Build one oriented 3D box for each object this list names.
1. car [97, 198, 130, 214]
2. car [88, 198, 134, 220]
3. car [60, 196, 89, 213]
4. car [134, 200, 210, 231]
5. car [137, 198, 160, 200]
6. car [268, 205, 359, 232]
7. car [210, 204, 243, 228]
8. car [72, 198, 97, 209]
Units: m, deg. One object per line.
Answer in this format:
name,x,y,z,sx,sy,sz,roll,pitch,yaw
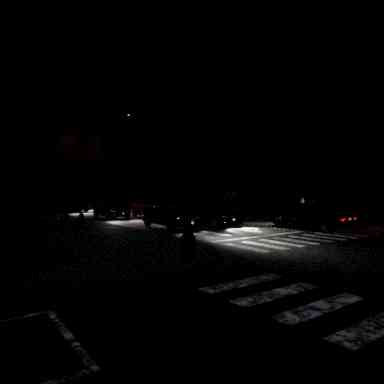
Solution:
car,-8.669,1.473,36.404,1.812,1.442,4.674,0,0,-36
car,-6.898,1.468,28.352,1.837,1.490,4.892,0,0,-36
car,-13.118,1.495,37.009,2.033,1.411,5.357,0,0,-36
car,-1.407,1.469,20.706,2.128,1.511,4.902,0,0,-36
car,-3.540,1.313,29.248,2.097,1.767,4.553,0,0,-36
car,7.188,1.526,20.231,2.033,1.411,5.357,0,0,-36
car,1.446,1.538,22.303,1.994,1.385,4.181,0,0,-36
car,-14.430,1.534,44.475,1.895,1.301,4.718,0,0,-35
